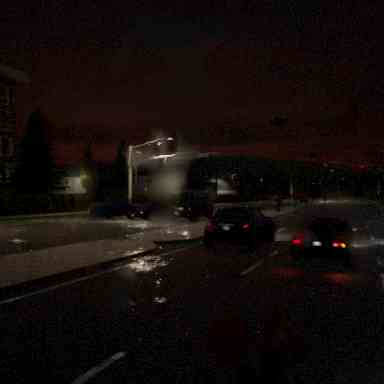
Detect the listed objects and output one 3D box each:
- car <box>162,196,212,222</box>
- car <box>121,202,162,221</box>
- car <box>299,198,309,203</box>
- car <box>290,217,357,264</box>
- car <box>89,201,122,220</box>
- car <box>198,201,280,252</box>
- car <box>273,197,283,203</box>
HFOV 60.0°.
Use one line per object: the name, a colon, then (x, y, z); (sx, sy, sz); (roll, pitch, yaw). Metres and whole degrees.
car: (0.065, 1.384, 28.361); (2.150, 2.045, 5.566); (0, -1, 26)
car: (-3.693, 1.649, 28.684); (1.812, 1.442, 4.674); (0, -1, 27)
car: (30.117, 2.302, 89.305); (2.128, 1.511, 4.902); (0, 0, 27)
car: (5.011, 1.663, 12.472); (2.033, 1.411, 5.357); (0, 0, 28)
car: (-7.009, 1.577, 29.879); (1.882, 1.535, 5.008); (0, -1, 27)
car: (2.308, 1.454, 14.859); (2.097, 1.767, 4.553); (0, 0, 27)
car: (23.891, 2.261, 92.505); (2.128, 1.511, 4.902); (0, 0, 27)
